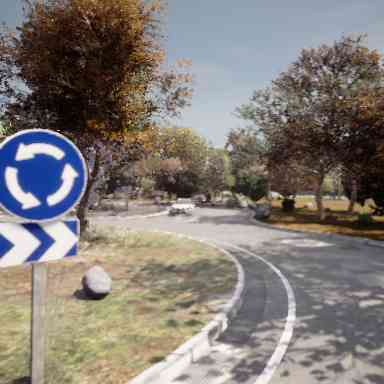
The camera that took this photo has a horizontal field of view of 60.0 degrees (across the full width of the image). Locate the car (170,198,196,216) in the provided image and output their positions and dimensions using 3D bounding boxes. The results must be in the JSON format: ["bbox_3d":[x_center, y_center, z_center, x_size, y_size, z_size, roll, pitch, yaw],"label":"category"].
[{"bbox_3d":[-0.711,1.323,29.888,1.812,1.442,4.674,0,1,6],"label":"car"}]
